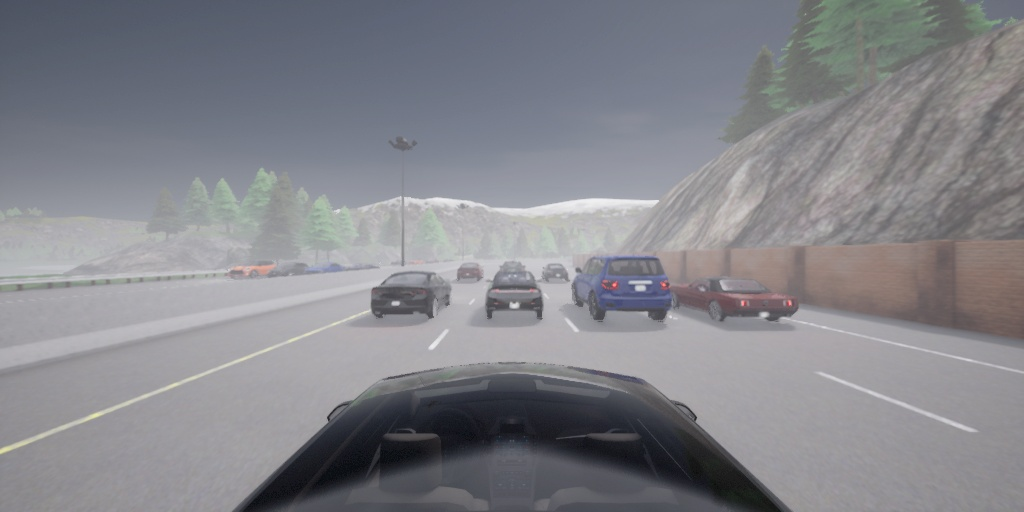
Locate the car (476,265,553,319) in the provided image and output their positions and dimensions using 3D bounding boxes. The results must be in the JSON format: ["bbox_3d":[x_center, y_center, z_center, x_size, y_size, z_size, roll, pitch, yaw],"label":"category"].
[{"bbox_3d":[0.075,1.261,12.952,2.128,1.511,4.902,0,0,0],"label":"car"}]

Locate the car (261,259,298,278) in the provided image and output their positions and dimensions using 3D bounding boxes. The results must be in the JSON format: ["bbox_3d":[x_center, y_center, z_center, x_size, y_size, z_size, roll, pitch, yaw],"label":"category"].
[{"bbox_3d":[-21.149,1.339,34.319,1.837,1.490,4.892,0,0,0],"label":"car"}]

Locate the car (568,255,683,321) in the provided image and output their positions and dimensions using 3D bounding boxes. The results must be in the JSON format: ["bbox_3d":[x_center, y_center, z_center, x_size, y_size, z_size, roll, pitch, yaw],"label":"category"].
[{"bbox_3d":[3.578,0.987,12.660,2.150,2.045,5.566,0,0,0],"label":"car"}]

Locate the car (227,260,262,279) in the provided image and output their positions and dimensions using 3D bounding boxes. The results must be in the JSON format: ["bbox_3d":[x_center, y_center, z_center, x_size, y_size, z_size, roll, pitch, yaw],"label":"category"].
[{"bbox_3d":[-24.648,1.189,34.273,2.097,1.767,4.553,0,0,0],"label":"car"}]

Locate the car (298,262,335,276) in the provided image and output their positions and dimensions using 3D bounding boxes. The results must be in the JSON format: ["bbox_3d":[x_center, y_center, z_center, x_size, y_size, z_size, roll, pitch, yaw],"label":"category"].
[{"bbox_3d":[-17.650,1.305,34.026,1.882,1.535,5.008,0,0,0],"label":"car"}]

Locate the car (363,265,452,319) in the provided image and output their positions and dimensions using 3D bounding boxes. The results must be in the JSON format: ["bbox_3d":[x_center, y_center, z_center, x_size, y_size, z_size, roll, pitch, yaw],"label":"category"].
[{"bbox_3d":[-3.425,1.252,13.039,1.882,1.535,5.008,0,0,0],"label":"car"}]

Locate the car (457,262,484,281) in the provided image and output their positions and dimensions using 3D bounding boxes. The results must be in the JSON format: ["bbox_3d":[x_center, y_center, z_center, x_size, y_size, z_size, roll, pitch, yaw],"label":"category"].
[{"bbox_3d":[-3.453,1.282,30.418,1.882,1.535,5.008,0,0,0],"label":"car"}]

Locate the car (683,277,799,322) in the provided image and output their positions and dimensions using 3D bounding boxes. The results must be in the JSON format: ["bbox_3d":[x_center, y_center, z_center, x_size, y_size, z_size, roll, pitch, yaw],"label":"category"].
[{"bbox_3d":[7.078,1.361,12.276,1.895,1.301,4.718,0,0,0],"label":"car"}]

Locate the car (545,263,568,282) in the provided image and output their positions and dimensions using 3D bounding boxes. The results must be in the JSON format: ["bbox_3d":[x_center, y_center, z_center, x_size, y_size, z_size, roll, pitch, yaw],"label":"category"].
[{"bbox_3d":[3.547,1.321,29.887,1.812,1.442,4.674,0,0,0],"label":"car"}]

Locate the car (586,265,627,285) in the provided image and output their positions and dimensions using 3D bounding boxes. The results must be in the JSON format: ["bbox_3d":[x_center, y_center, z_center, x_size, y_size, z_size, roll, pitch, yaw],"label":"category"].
[{"bbox_3d":[7.050,1.387,27.275,1.895,1.301,4.718,0,0,0],"label":"car"}]

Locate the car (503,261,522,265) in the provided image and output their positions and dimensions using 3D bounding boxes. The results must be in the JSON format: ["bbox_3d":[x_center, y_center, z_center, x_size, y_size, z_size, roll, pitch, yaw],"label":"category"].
[{"bbox_3d":[0.047,1.149,28.599,2.097,1.767,4.553,0,0,0],"label":"car"}]

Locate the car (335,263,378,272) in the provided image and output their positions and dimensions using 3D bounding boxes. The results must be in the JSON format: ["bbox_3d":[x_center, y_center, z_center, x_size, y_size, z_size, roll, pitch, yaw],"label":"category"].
[{"bbox_3d":[-14.153,1.371,33.823,2.033,1.411,5.357,0,0,0],"label":"car"}]
